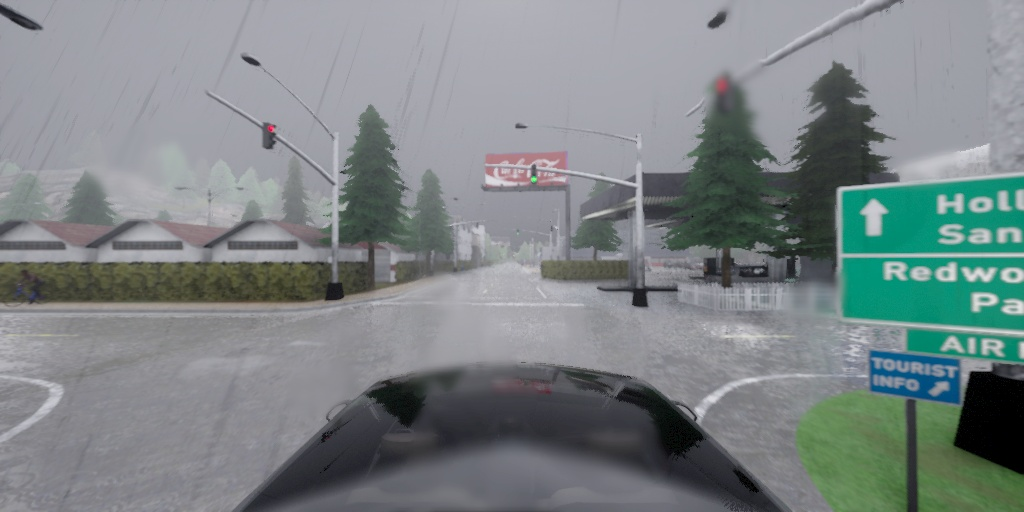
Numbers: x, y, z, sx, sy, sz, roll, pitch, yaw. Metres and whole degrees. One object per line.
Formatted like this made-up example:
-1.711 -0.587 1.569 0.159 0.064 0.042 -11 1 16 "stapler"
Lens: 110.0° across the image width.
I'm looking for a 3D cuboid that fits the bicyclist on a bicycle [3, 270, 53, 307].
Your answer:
-21.738 1.438 16.145 0.582 1.620 1.656 0 -1 1 "bicyclist on a bicycle"
